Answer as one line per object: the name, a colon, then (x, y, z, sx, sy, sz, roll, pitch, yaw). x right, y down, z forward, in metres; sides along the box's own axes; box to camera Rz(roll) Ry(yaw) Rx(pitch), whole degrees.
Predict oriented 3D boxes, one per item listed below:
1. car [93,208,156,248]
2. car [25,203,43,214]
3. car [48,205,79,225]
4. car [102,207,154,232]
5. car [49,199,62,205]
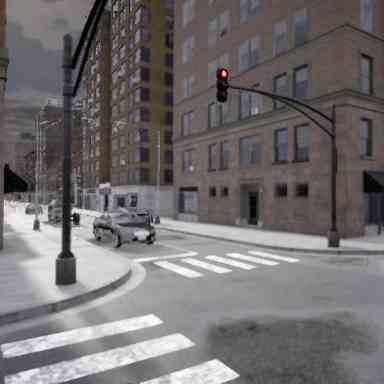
car: (-3.465, 1.768, 16.537, 2.128, 1.511, 4.902, 1, -1, -32)
car: (-22.106, 2.310, 46.559, 1.812, 1.442, 4.674, 1, -1, -32)
car: (-11.210, 2.087, 28.927, 1.895, 1.301, 4.718, 1, -1, -32)
car: (-4.735, 1.893, 24.057, 2.128, 1.511, 4.902, 1, -1, -32)
car: (-18.156, 1.984, 45.506, 2.150, 2.045, 5.566, 1, -1, -32)
